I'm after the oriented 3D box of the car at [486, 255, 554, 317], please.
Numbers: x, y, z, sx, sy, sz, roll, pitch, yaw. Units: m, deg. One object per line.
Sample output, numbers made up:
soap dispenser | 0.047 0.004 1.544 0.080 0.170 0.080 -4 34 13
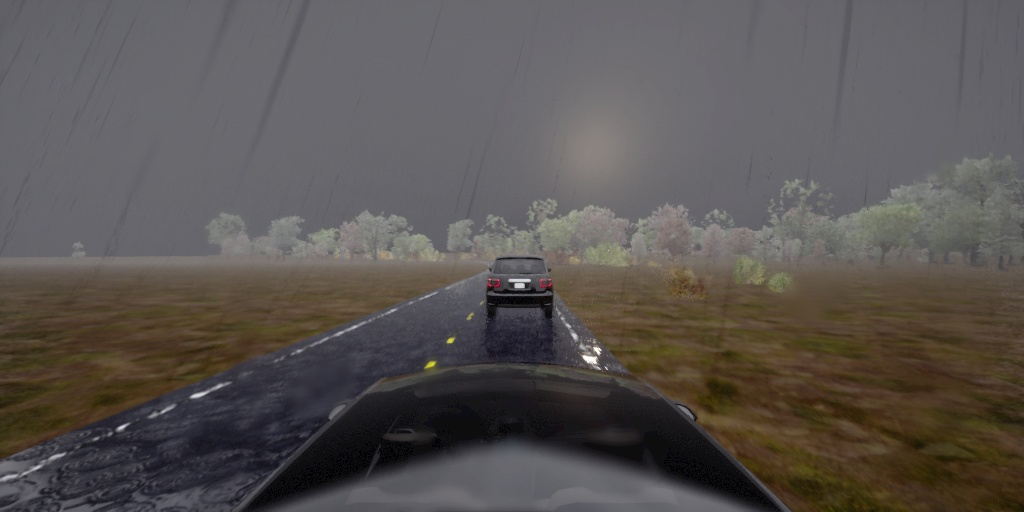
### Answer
car | 0.297 0.972 13.273 2.150 2.045 5.566 0 0 2
